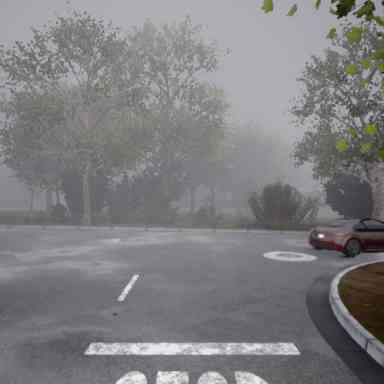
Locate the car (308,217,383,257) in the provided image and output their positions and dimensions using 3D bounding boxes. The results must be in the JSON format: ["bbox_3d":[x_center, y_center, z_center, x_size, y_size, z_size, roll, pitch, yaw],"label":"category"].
[{"bbox_3d":[6.757,1.683,13.077,4.181,1.385,1.994,2,-1,-18],"label":"car"}]
